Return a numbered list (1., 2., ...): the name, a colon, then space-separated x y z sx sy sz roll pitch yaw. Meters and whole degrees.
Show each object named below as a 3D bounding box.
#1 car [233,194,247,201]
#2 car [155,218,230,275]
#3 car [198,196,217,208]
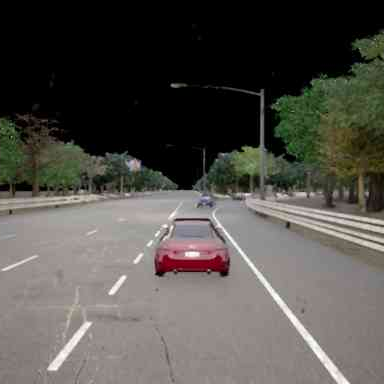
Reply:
1. car: 9.467 1.085 63.583 1.895 1.301 4.718 0 1 27
2. car: 0.009 1.485 10.156 1.994 1.385 4.181 0 0 0
3. car: 1.911 1.198 41.953 1.812 1.442 4.674 0 0 11
